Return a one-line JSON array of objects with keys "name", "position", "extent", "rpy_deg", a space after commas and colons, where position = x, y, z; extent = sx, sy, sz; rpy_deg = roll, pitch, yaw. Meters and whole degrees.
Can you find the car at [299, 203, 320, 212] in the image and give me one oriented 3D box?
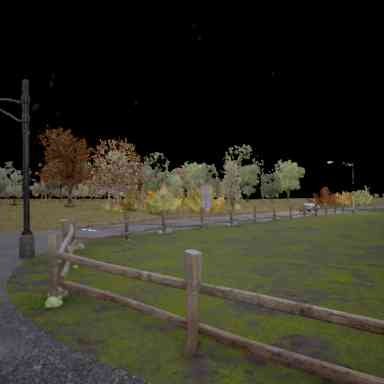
[{"name": "car", "position": [18.795, 2.448, 53.016], "extent": [2.033, 1.411, 5.357], "rpy_deg": [-1, -2, 40]}]
